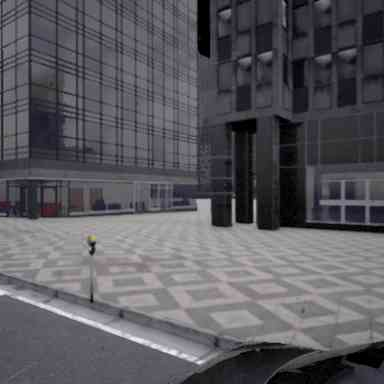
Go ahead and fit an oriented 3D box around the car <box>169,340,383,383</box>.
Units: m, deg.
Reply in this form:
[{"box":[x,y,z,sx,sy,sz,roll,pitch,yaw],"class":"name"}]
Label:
[{"box":[1.606,1.565,1.705,4.313,1.339,1.947,0,0,35],"class":"car"}]
